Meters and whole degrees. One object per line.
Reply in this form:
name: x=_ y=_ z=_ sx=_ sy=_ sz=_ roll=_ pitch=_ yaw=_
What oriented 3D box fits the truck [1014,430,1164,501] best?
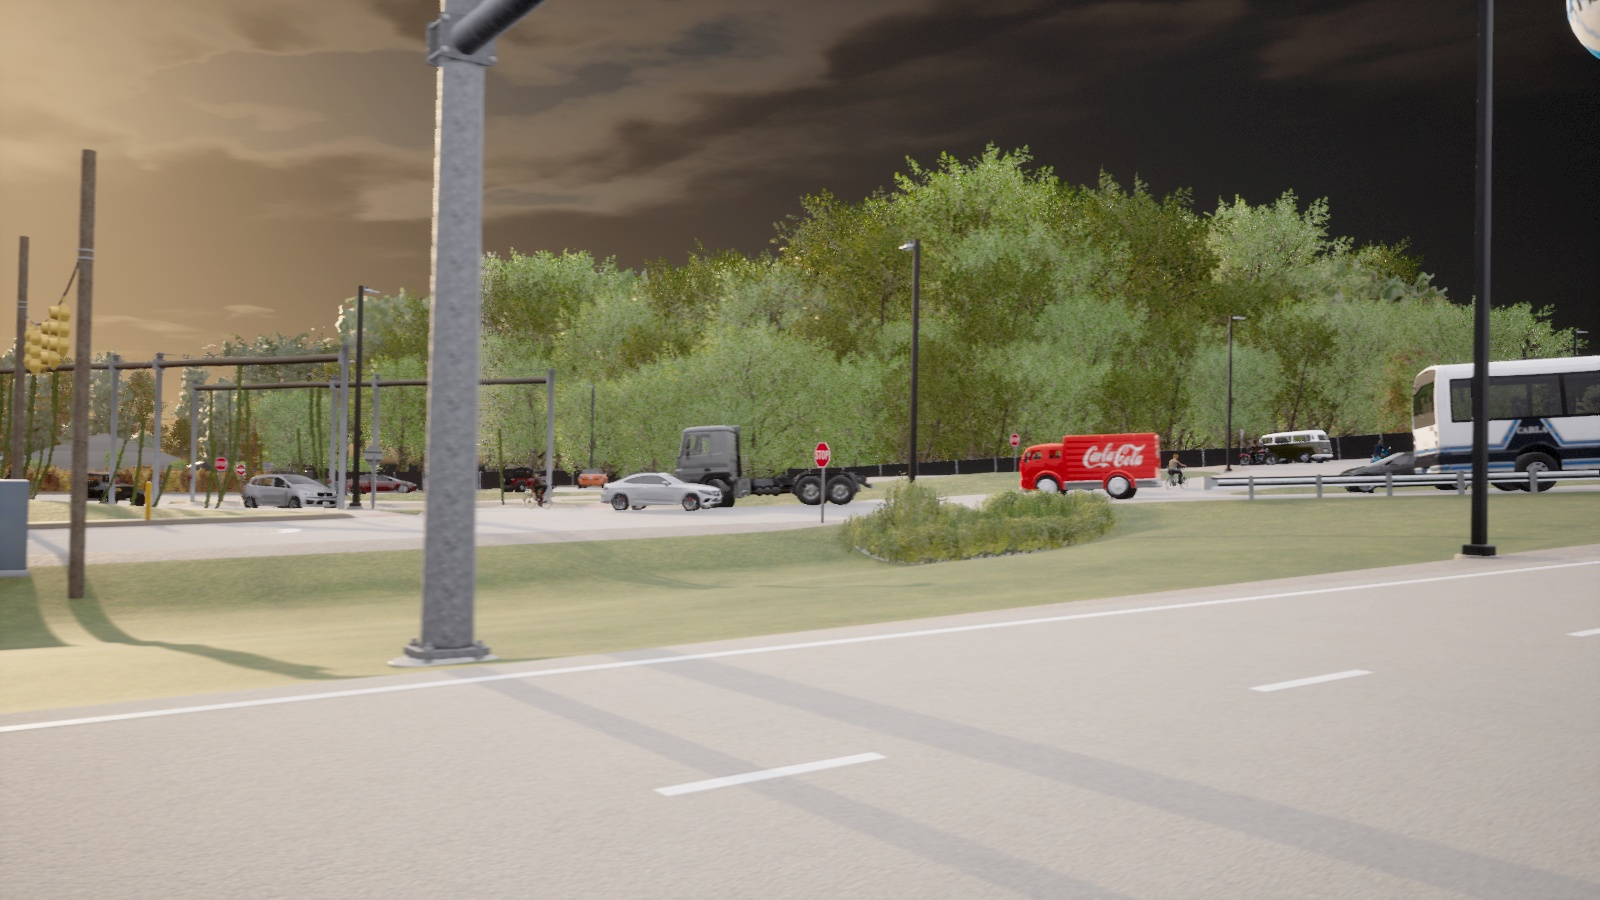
truck: x=11.052 y=0.634 z=47.933 sx=5.204 sy=2.467 sz=2.627 roll=-2 pitch=-2 yaw=21

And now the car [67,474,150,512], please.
car: x=-34.846 y=2.175 z=63.257 sx=3.866 sy=1.878 sz=1.905 roll=-1 pitch=-2 yaw=30

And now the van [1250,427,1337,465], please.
van: x=30.631 y=-0.231 z=78.089 sx=2.069 sy=2.038 sz=4.480 roll=0 pitch=-3 yaw=-39

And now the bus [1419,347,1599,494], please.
bus: x=25.906 y=-0.994 z=39.962 sx=10.273 sy=4.253 sz=3.944 roll=-3 pitch=-3 yaw=13

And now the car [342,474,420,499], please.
car: x=-28.980 y=2.524 z=86.965 sx=4.792 sy=1.488 sz=2.163 roll=-2 pitch=-1 yaw=-9

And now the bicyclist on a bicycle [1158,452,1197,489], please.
bicyclist on a bicycle: x=16.835 y=0.899 z=55.963 sx=1.509 sy=1.612 sz=0.866 roll=-2 pitch=1 yaw=-34

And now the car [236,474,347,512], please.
car: x=-23.040 y=1.953 z=56.933 sx=4.611 sy=1.667 sz=2.242 roll=-2 pitch=-2 yaw=29

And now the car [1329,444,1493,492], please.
car: x=21.611 y=0.665 z=44.647 sx=4.792 sy=1.488 sz=2.163 roll=-2 pitch=-2 yaw=12

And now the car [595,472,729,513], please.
car: x=-5.207 y=1.592 z=47.395 sx=4.674 sy=1.442 sz=1.812 roll=-1 pitch=-1 yaw=16

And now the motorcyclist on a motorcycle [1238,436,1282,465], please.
motorcyclist on a motorcycle: x=27.940 y=0.037 z=76.357 sx=2.350 sy=1.649 sz=0.766 roll=-2 pitch=-1 yaw=41

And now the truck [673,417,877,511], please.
truck: x=-0.951 y=0.599 z=51.320 sx=7.936 sy=3.462 sz=2.891 roll=-2 pitch=-2 yaw=6

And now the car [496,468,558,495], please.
car: x=-19.287 y=2.220 z=88.901 sx=3.866 sy=1.878 sz=1.905 roll=0 pitch=-1 yaw=-45
